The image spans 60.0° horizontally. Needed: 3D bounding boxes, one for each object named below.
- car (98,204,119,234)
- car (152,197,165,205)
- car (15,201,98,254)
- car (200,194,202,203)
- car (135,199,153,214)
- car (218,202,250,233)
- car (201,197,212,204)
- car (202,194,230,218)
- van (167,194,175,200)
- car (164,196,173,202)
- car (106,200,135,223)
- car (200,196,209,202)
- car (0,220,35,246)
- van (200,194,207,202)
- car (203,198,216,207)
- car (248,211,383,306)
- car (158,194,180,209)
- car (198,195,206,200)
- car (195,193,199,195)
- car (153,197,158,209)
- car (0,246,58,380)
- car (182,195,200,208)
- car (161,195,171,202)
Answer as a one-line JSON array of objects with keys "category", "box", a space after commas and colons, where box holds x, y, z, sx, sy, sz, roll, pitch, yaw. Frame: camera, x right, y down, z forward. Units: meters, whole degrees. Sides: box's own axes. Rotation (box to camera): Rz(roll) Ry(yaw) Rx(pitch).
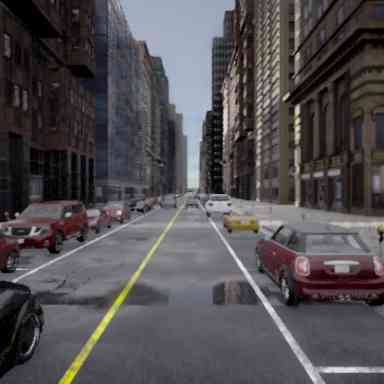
[{"category": "car", "box": [-5.771, 1.585, 19.245, 1.802, 1.307, 4.206, 0, 0, 0]}, {"category": "car", "box": [-5.784, 1.572, 58.459, 1.887, 1.381, 4.507, 0, 0, 0]}, {"category": "car", "box": [-5.770, 1.317, 13.643, 2.192, 1.841, 5.009, 0, 0, 0]}, {"category": "car", "box": [2.744, 1.333, 47.270, 2.192, 1.841, 5.009, 0, 0, 0]}, {"category": "car", "box": [-5.776, 1.576, 36.051, 1.947, 1.339, 4.313, 0, 0, 0]}, {"category": "car", "box": [2.754, 1.529, 19.432, 1.752, 1.417, 4.829, 0, 0, 0]}, {"category": "car", "box": [2.740, 1.598, 64.075, 1.947, 1.339, 4.313, 0, 0, 0]}, {"category": "car", "box": [2.384, 1.228, 30.832, 2.150, 2.045, 5.566, 0, 0, 0]}, {"category": "van", "box": [-5.795, 1.398, 92.073, 1.690, 1.788, 3.998, 0, 0, 0]}, {"category": "car", "box": [-5.791, 1.592, 80.867, 1.887, 1.381, 4.507, 0, 0, 0]}, {"category": "car", "box": [-5.773, 1.445, 24.847, 1.967, 1.590, 4.097, 0, 0, 0]}, {"category": "car", "box": [2.736, 1.624, 75.279, 1.802, 1.307, 4.206, 0, 0, 0]}, {"category": "car", "box": [-5.767, 1.583, 8.040, 1.802, 1.307, 4.206, 0, 0, 0]}, {"category": "van", "box": [2.733, 1.388, 80.880, 1.690, 1.788, 3.998, 0, 0, 0]}, {"category": "car", "box": [2.743, 1.589, 52.872, 1.947, 1.339, 4.313, 0, 0, 0]}, {"category": "car", "box": [2.758, 1.441, 8.058, 1.967, 1.590, 4.097, 0, 0, 0]}, {"category": "car", "box": [-3.101, 1.367, 44.927, 2.097, 1.767, 4.553, 0, 0, 0]}, {"category": "car", "box": [2.731, 1.602, 92.084, 1.887, 1.381, 4.507, 0, 0, 0]}, {"category": "car", "box": [-0.022, 1.400, 69.312, 1.837, 1.490, 4.892, 0, 0, 0]}, {"category": "car", "box": [-5.778, 1.579, 41.653, 1.947, 1.339, 4.313, 0, 0, 0]}, {"category": "car", "box": [-3.100, 1.564, 3.043, 1.994, 1.385, 4.181, 0, 0, 0]}, {"category": "car", "box": [-0.013, 1.567, 48.334, 2.033, 1.411, 5.357, 0, 0, 0]}, {"category": "car", "box": [-5.790, 1.482, 75.266, 1.967, 1.590, 4.097, 0, 0, 0]}]
